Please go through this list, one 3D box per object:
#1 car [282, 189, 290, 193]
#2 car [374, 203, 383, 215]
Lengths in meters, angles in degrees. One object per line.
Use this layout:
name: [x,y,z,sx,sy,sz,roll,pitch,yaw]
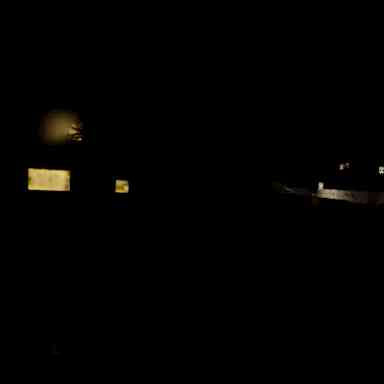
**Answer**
car: [14.110,0.193,52.861,2.128,1.511,4.902,1,2,-3]
car: [15.743,1.156,24.362,2.033,1.411,5.357,1,2,-4]
